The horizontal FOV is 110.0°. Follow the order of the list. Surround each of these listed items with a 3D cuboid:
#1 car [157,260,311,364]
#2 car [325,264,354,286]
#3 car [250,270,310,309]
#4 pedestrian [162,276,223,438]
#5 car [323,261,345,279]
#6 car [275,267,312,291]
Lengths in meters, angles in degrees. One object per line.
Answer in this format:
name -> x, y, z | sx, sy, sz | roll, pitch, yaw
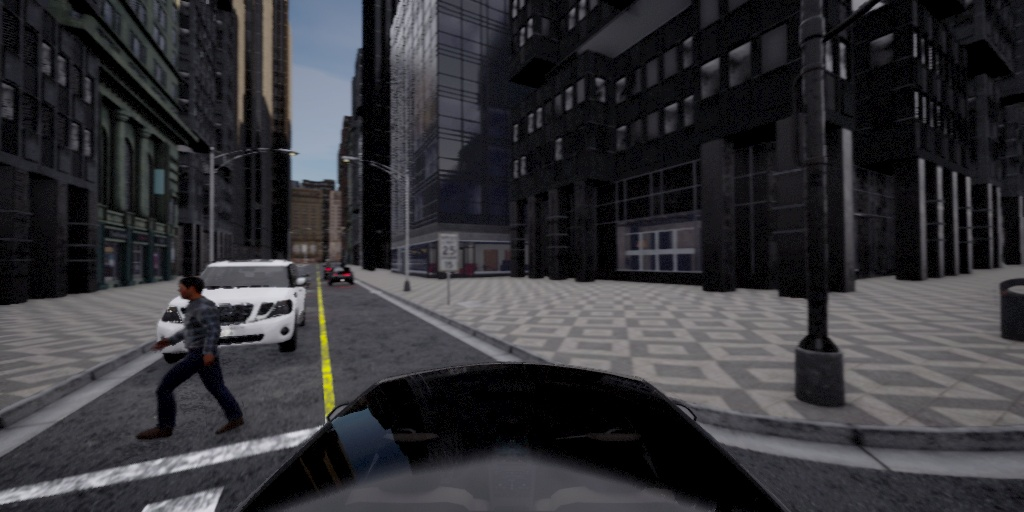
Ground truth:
car -> -6.548, 1.107, 9.081 | 2.150, 2.045, 5.566 | 0, -1, -27
car -> -14.569, 1.691, 30.491 | 1.837, 1.490, 4.892 | 0, -1, -28
car -> -11.325, 1.513, 17.833 | 2.128, 1.511, 4.902 | 0, -1, -28
pedestrian -> -3.553, 1.099, 4.007 | 0.375, 1.860, 0.375 | 0, -1, -29
car -> -19.549, 1.527, 39.662 | 2.150, 2.045, 5.566 | 0, -1, -29
car -> -16.272, 1.649, 26.954 | 2.128, 1.511, 4.902 | 0, -1, -28
